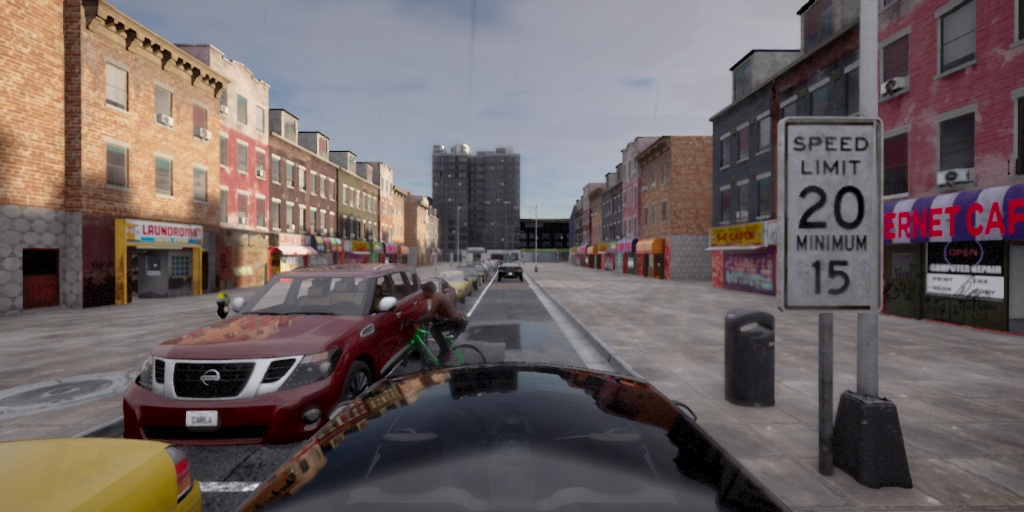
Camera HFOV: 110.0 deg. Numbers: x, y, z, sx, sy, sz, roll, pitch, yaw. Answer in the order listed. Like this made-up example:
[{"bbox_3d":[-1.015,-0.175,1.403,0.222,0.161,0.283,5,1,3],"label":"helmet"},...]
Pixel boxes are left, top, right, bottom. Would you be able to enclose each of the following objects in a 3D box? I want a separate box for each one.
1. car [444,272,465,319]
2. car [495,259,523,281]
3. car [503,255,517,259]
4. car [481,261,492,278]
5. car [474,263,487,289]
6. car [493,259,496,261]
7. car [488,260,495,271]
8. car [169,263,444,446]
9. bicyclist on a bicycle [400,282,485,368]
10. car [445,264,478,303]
[{"bbox_3d":[-2.704,1.323,11.016,1.802,1.307,4.207,0,0,0],"label":"car"},{"bbox_3d":[-0.125,1.202,29.435,1.882,1.535,5.008,0,-1,0],"label":"car"},{"bbox_3d":[-0.252,0.933,44.297,2.150,2.045,5.566,0,0,0],"label":"car"},{"bbox_3d":[-2.844,1.292,27.371,1.948,1.339,4.313,0,0,0],"label":"car"},{"bbox_3d":[-2.797,1.296,21.919,1.948,1.339,4.313,0,0,0],"label":"car"},{"bbox_3d":[-3.032,1.258,49.179,2.007,1.370,4.403,0,0,0],"label":"car"},{"bbox_3d":[-2.891,1.272,32.823,2.007,1.370,4.403,0,0,0],"label":"car"},{"bbox_3d":[-2.657,1.061,5.564,2.192,1.841,5.009,0,0,0],"label":"car"},{"bbox_3d":[-1.198,1.241,5.647,1.656,1.620,0.582,3,0,-1],"label":"bicyclist on a bicycle"},{"bbox_3d":[-2.749,1.261,16.298,1.751,1.417,4.829,0,0,0],"label":"car"}]
